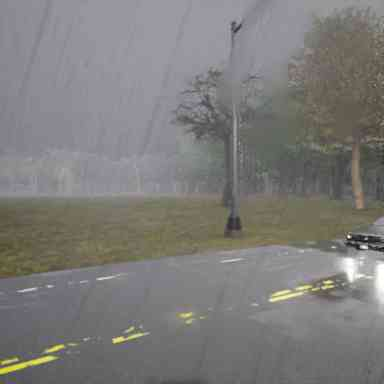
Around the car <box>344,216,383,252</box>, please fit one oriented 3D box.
[{"bbox_3d":[8.395,1.566,13.045,5.357,1.411,2.033,0,0,-29],"label":"car"}]
